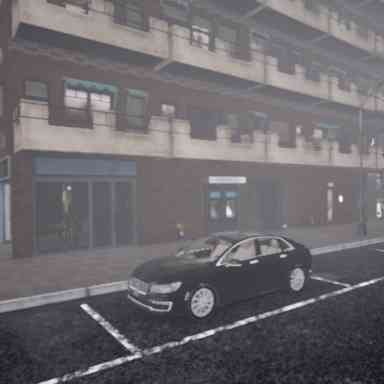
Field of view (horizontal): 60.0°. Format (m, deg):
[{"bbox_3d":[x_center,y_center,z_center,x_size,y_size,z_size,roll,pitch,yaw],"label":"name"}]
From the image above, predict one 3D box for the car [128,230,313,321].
[{"bbox_3d":[0.796,1.545,7.140,4.403,1.369,2.008,0,-1,-35],"label":"car"}]
